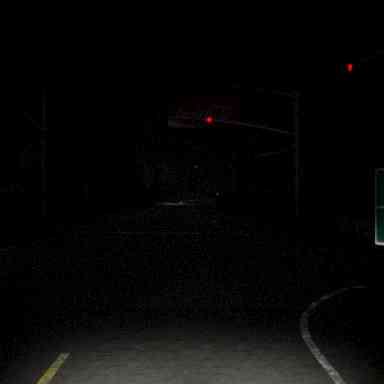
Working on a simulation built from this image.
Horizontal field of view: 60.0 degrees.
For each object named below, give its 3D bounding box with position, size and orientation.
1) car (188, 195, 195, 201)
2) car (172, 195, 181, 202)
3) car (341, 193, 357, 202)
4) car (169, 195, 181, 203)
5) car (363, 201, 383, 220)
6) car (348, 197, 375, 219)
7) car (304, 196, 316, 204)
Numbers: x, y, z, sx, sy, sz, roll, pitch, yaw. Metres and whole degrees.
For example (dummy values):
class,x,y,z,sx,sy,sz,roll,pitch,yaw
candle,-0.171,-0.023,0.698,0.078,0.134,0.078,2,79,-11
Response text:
class,x,y,z,sx,sy,sz,roll,pitch,yaw
car,-0.113,1.552,86.348,1.994,1.385,4.181,0,0,0
car,-3.603,1.540,78.927,2.033,1.411,5.357,0,0,0
car,34.755,1.489,71.902,2.007,1.523,4.514,0,0,0
car,-3.598,1.352,68.605,2.097,1.767,4.553,0,0,0
car,18.631,1.672,30.680,4.611,1.667,2.242,0,0,0
car,14.316,1.505,25.001,3.866,1.878,1.905,0,0,0
car,22.368,1.552,64.085,1.970,1.475,3.806,0,0,0
